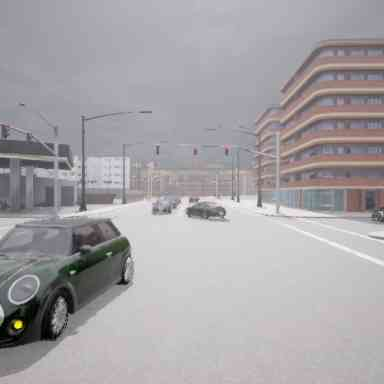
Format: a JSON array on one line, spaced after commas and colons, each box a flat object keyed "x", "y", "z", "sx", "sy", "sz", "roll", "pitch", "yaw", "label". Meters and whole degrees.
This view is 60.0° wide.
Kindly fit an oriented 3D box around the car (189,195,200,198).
[{"x": 0.430, "y": 1.352, "z": 66.097, "sx": 2.097, "sy": 1.767, "sz": 4.553, "roll": 0, "pitch": 0, "yaw": 0, "label": "car"}]

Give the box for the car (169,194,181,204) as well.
[{"x": -3.208, "y": 1.352, "z": 65.098, "sx": 2.097, "sy": 1.767, "sz": 4.553, "roll": 0, "pitch": 0, "yaw": 0, "label": "car"}]

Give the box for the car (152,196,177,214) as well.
[{"x": -3.076, "y": 1.491, "z": 35.209, "sx": 2.128, "sy": 1.511, "sz": 4.902, "roll": 0, "pitch": 0, "yaw": 0, "label": "car"}]

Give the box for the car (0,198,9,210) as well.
[{"x": -23.943, "y": 1.456, "z": 39.401, "sx": 3.806, "sy": 1.475, "sz": 1.970, "roll": 0, "pitch": 0, "yaw": 1, "label": "car"}]

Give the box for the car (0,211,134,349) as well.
[{"x": -2.808, "y": 1.352, "z": 6.618, "sx": 2.097, "sy": 1.767, "sz": 4.553, "roll": 0, "pitch": 0, "yaw": 10, "label": "car"}]

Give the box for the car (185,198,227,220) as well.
[{"x": 1.169, "y": 1.526, "z": 28.293, "sx": 1.812, "sy": 1.442, "sz": 4.674, "roll": -1, "pitch": 1, "yaw": -30, "label": "car"}]

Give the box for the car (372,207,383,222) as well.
[{"x": 15.350, "y": 1.353, "z": 23.652, "sx": 4.553, "sy": 1.767, "sz": 2.097, "roll": 0, "pitch": 0, "yaw": 1, "label": "car"}]

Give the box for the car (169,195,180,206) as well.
[{"x": -3.133, "y": 1.352, "z": 44.927, "sx": 2.097, "sy": 1.767, "sz": 4.553, "roll": 0, "pitch": 0, "yaw": 0, "label": "car"}]
